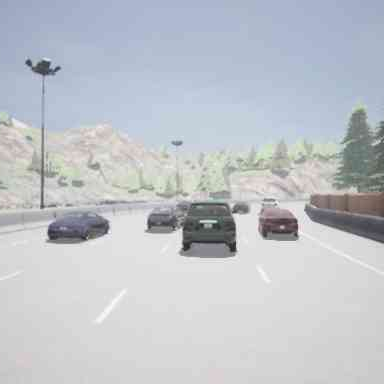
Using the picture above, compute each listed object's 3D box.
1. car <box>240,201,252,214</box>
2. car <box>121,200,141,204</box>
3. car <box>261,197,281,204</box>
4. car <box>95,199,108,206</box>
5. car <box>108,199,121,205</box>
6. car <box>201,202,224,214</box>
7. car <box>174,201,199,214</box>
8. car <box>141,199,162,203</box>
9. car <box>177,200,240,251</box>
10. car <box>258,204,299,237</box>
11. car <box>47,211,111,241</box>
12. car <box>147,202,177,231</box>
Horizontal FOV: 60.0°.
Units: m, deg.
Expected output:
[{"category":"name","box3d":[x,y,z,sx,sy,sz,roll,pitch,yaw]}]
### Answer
[{"category":"car","box3d":[6.495,1.953,42.861,1.837,1.490,4.892,0,0,17]},{"category":"car","box3d":[-10.008,2.075,59.922,2.033,1.411,5.357,0,-1,21]},{"category":"car","box3d":[10.294,1.694,43.446,2.150,2.045,5.566,0,0,17]},{"category":"car","box3d":[-16.308,2.031,63.065,2.128,1.511,4.902,0,0,21]},{"category":"car","box3d":[-13.078,2.091,61.707,1.994,1.385,4.181,0,-1,21]},{"category":"car","box3d":[2.635,1.984,42.055,1.994,1.385,4.181,0,-1,16]},{"category":"car","box3d":[-0.620,1.923,43.481,1.837,1.490,4.892,0,0,16]},{"category":"car","box3d":[-6.589,2.062,59.049,1.812,1.442,4.674,0,-1,21]},{"category":"car","box3d":[0.874,1.373,15.032,2.150,2.045,5.566,0,0,6]},{"category":"car","box3d":[4.978,1.692,19.583,1.882,1.535,5.008,0,0,8]},{"category":"car","box3d":[-5.836,1.706,17.672,1.994,1.385,4.181,0,-1,6]},{"category":"car","box3d":[-1.663,1.701,22.388,2.128,1.511,4.902,0,0,8]}]
